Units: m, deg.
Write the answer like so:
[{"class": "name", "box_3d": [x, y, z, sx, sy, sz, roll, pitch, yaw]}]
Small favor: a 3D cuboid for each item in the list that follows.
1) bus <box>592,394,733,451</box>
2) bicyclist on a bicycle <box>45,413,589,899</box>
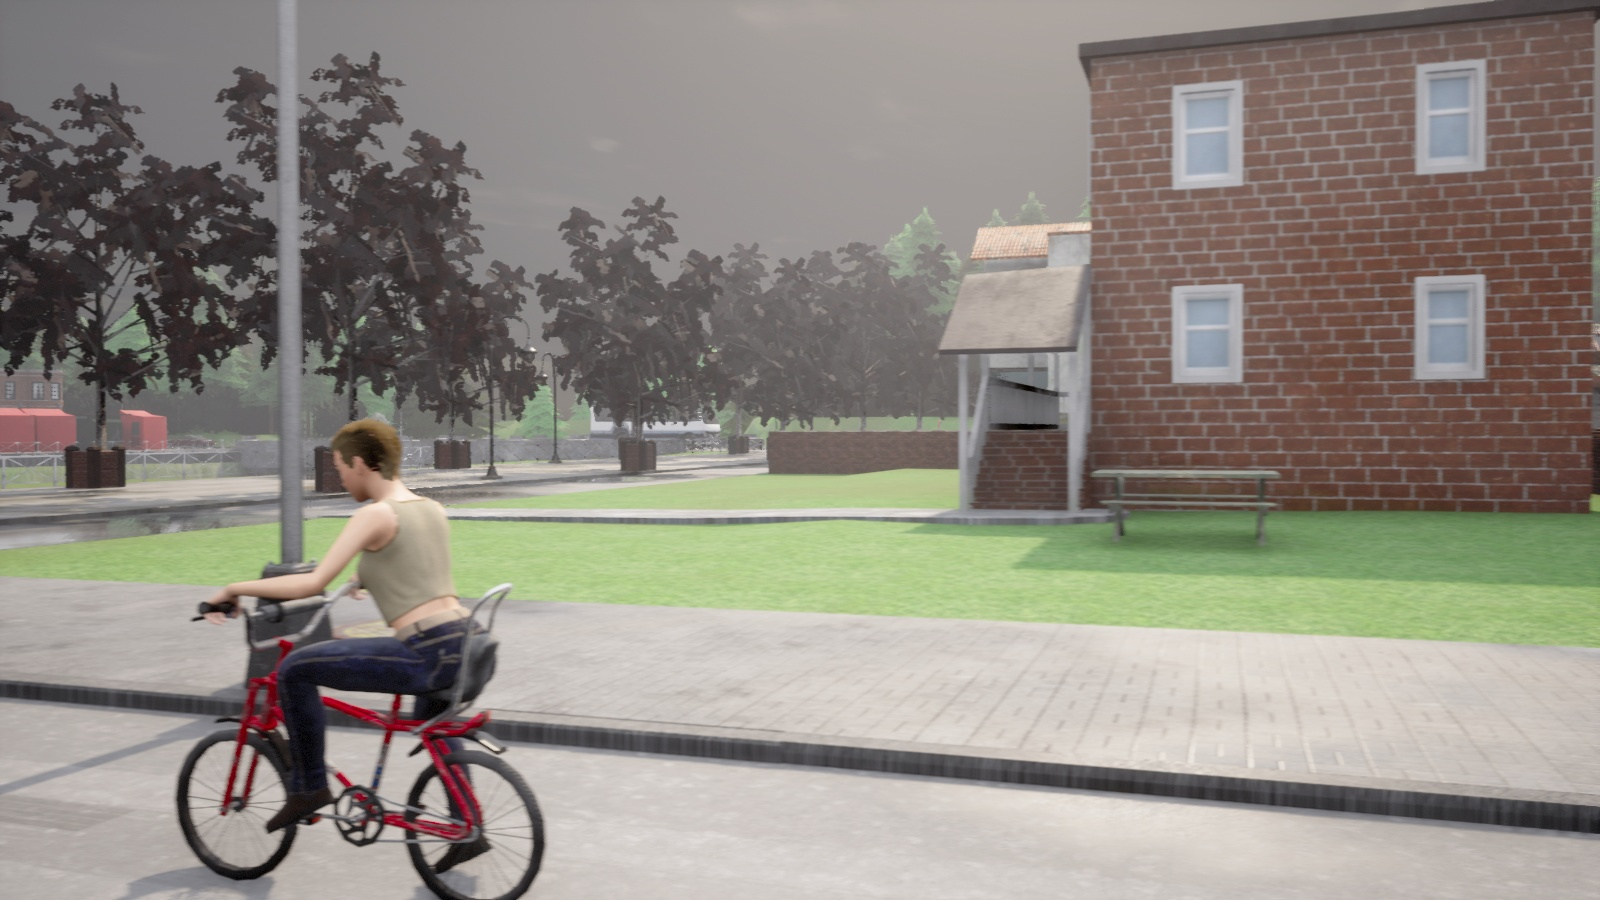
[{"class": "bus", "box_3d": [-10.747, -2.167, 98.468, 10.273, 4.253, 3.944, 1, 1, 19]}, {"class": "bicyclist on a bicycle", "box_3d": [-1.597, 0.689, 4.255, 1.509, 1.612, 0.866, 1, 1, 19]}]
